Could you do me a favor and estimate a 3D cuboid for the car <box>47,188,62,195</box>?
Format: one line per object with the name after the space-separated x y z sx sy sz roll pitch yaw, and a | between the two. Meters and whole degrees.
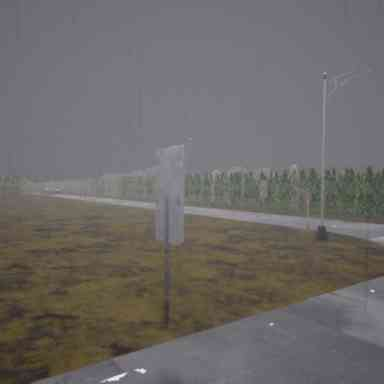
-34.807 -0.101 85.009 1.882 1.535 5.008 1 0 -35 | car
